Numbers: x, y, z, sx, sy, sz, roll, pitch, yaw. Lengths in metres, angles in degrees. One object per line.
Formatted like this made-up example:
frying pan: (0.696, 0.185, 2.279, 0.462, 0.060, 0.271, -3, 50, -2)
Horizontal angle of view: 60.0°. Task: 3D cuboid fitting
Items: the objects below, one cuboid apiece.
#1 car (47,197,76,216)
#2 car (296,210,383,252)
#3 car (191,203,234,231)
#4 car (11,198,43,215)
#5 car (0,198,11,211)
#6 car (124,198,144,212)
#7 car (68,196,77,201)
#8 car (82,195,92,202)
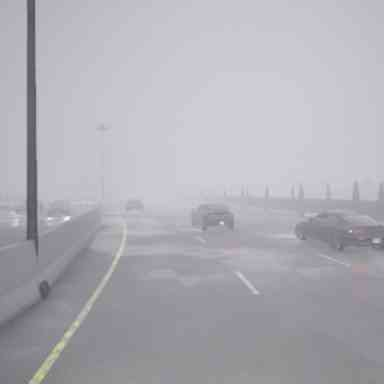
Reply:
car: (-12.464, 1.480, 31.714, 1.812, 1.442, 4.674, 0, 0, -14)
car: (5.926, 1.464, 13.517, 1.812, 1.442, 4.674, 0, 0, -8)
car: (1.163, 1.440, 20.487, 1.837, 1.490, 4.892, 0, 0, -11)
car: (-16.725, 1.469, 34.279, 1.837, 1.490, 4.892, 0, 0, -14)
car: (-21.783, 1.491, 39.993, 1.812, 1.442, 4.674, 0, 0, -14)
car: (-6.655, 1.405, 38.034, 2.128, 1.511, 4.902, 0, 0, -14)
car: (-26.712, 1.429, 73.924, 1.895, 1.301, 4.718, 0, 0, -14)
car: (-22.506, 1.395, 71.585, 1.994, 1.385, 4.181, 0, 0, -14)
